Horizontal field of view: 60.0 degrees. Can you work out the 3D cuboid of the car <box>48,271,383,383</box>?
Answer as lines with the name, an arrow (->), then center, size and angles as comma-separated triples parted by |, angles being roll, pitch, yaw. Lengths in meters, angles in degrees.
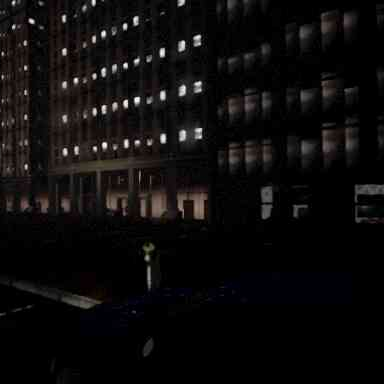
car -> 0.738, 1.488, 2.901 | 5.008, 1.535, 1.882 | -1, 0, 36
